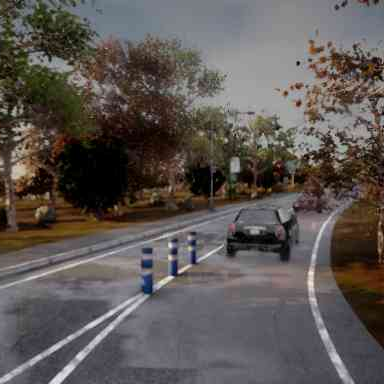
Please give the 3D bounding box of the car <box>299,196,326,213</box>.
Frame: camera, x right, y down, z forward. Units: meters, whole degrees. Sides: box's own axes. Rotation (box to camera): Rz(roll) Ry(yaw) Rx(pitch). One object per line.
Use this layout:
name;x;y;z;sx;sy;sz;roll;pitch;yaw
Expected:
car;9.321;0.884;26.166;1.895;1.301;4.718;-1;3;29

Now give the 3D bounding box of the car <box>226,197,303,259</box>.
car;2.869;1.270;12.804;2.097;1.767;4.553;0;1;23
